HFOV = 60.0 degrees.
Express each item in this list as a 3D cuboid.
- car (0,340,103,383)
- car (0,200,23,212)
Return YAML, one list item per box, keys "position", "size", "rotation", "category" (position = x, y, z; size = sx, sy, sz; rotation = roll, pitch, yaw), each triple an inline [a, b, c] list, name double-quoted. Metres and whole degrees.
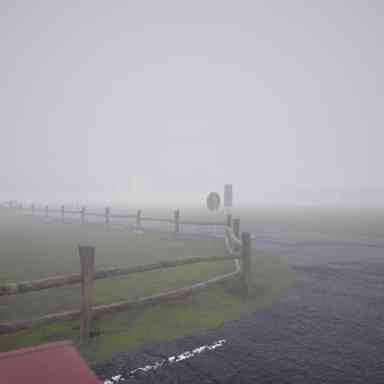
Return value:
- position: [-2.534, 1.601, 1.133]
  size: [4.718, 1.301, 1.895]
  rotation: [0, 0, -36]
  category: "car"
- position: [-25.156, 1.884, 46.201]
  size: [2.097, 1.767, 4.553]
  rotation: [0, -1, -44]
  category: "car"
